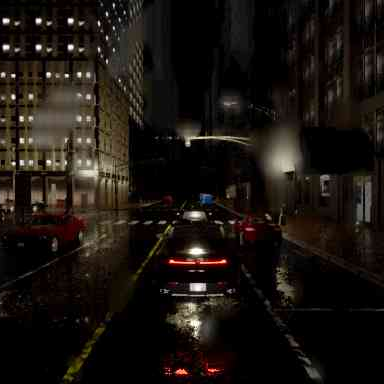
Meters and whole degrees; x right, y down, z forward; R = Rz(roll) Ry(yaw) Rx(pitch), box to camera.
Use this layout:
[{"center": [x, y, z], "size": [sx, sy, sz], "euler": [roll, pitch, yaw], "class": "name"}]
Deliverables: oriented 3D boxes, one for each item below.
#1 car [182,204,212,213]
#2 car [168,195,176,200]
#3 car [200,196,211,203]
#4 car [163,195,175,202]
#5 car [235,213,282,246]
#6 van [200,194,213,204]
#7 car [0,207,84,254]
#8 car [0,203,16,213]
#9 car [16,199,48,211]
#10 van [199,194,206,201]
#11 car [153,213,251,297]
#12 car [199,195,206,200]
[{"center": [0.125, 1.562, 17.411], "size": [1.994, 1.385, 4.181], "euler": [0, 0, 0], "class": "car"}, {"center": [-5.564, 1.533, 92.674], "size": [1.947, 1.339, 4.313], "euler": [0, 0, 0], "class": "car"}, {"center": [2.784, 1.534, 69.874], "size": [2.008, 1.369, 4.403], "euler": [0, 0, 0], "class": "car"}, {"center": [-5.588, 1.524, 75.583], "size": [1.887, 1.381, 4.507], "euler": [0, 0, 0], "class": "car"}, {"center": [2.835, 1.580, 14.888], "size": [1.802, 1.307, 4.206], "euler": [0, 0, 0], "class": "car"}, {"center": [2.766, 1.329, 58.481], "size": [1.690, 1.788, 3.998], "euler": [0, 0, 0], "class": "van"}, {"center": [-5.806, 1.543, 13.523], "size": [1.887, 1.381, 4.507], "euler": [0, 0, 0], "class": "car"}, {"center": [-18.569, 1.308, 28.881], "size": [5.009, 1.841, 2.192], "euler": [0, 0, 1], "class": "car"}, {"center": [-18.470, 1.499, 37.262], "size": [4.403, 1.369, 2.008], "euler": [0, 0, 1], "class": "car"}, {"center": [2.807, 1.313, 86.965], "size": [1.690, 1.788, 3.998], "euler": [0, 0, 0], "class": "van"}, {"center": [0.111, 1.504, 8.535], "size": [1.837, 1.490, 4.892], "euler": [0, 0, 0], "class": "car"}, {"center": [2.816, 1.550, 92.661], "size": [1.802, 1.307, 4.206], "euler": [0, 0, 0], "class": "car"}]
